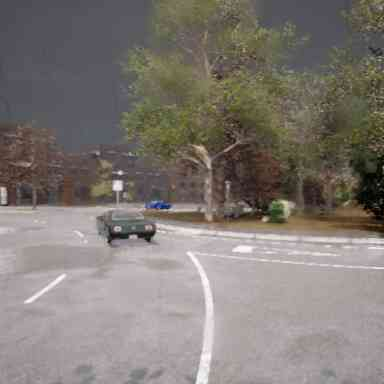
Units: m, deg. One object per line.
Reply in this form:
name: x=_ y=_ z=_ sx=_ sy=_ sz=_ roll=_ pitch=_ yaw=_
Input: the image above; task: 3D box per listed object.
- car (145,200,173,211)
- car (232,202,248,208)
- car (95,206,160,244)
car: x=-4.607 y=1.956 z=47.229 sx=1.882 sy=1.535 sz=5.008 roll=0 pitch=-3 yaw=30
car: x=13.325 y=3.422 z=93.938 sx=2.435 sy=2.045 sz=5.566 roll=0 pitch=-1 yaw=31
car: x=-3.113 y=1.411 z=14.851 sx=1.895 sy=1.301 sz=4.718 roll=0 pitch=1 yaw=-22
